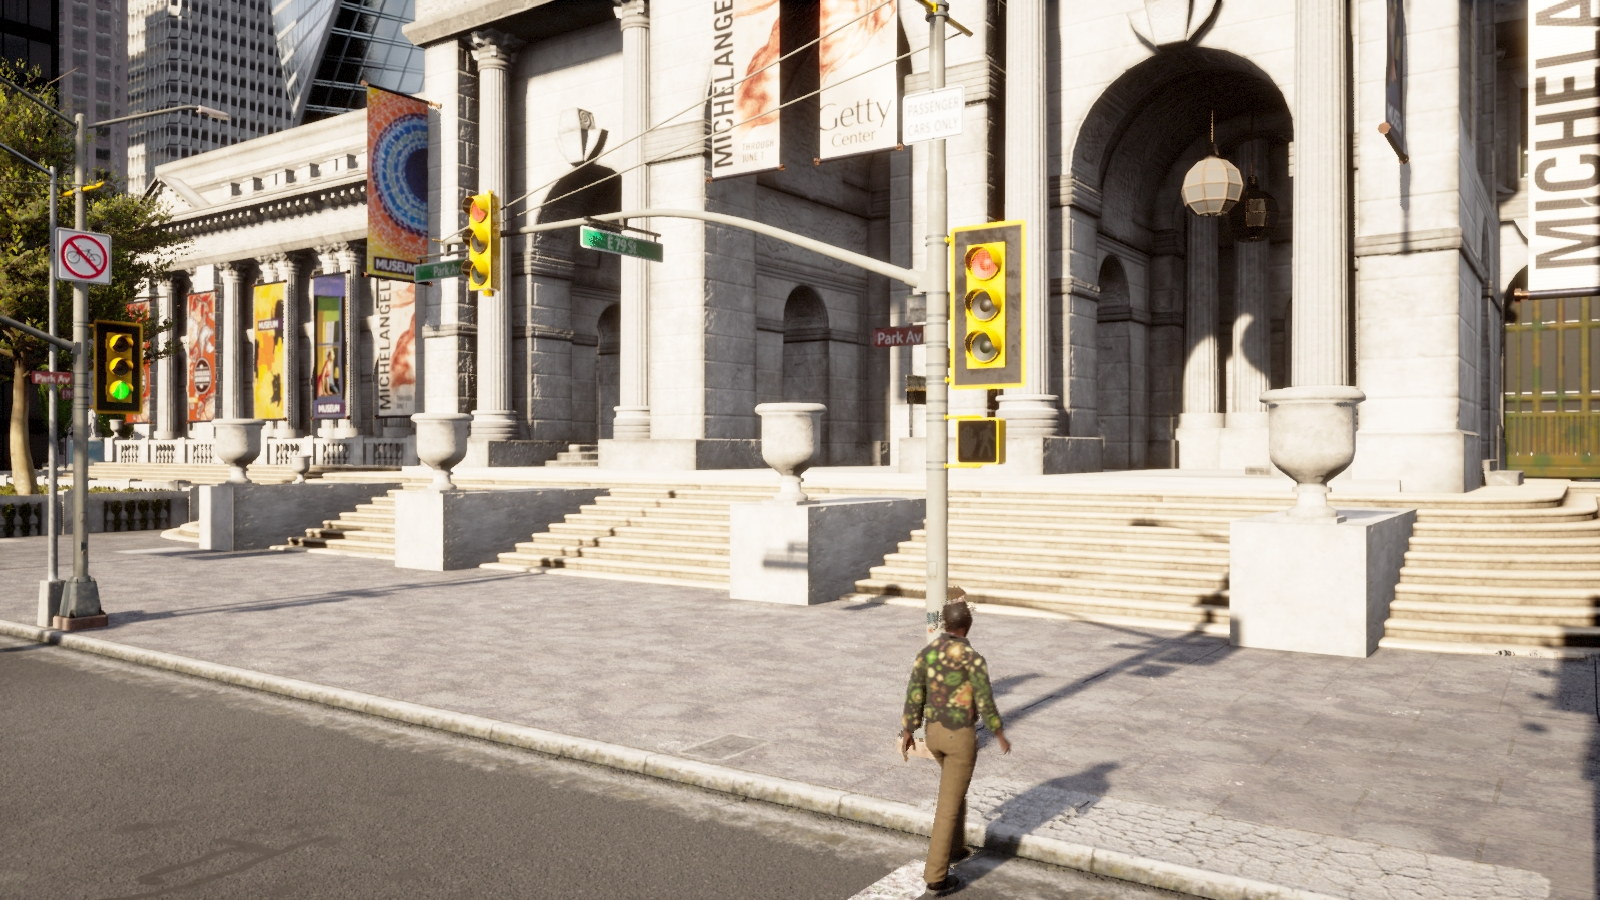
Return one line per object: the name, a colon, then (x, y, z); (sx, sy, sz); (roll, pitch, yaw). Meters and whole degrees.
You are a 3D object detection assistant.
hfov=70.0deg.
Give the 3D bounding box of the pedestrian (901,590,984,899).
pedestrian: (0.902, 1.848, 7.224); (0.375, 1.860, 0.375); (0, 0, 42)
